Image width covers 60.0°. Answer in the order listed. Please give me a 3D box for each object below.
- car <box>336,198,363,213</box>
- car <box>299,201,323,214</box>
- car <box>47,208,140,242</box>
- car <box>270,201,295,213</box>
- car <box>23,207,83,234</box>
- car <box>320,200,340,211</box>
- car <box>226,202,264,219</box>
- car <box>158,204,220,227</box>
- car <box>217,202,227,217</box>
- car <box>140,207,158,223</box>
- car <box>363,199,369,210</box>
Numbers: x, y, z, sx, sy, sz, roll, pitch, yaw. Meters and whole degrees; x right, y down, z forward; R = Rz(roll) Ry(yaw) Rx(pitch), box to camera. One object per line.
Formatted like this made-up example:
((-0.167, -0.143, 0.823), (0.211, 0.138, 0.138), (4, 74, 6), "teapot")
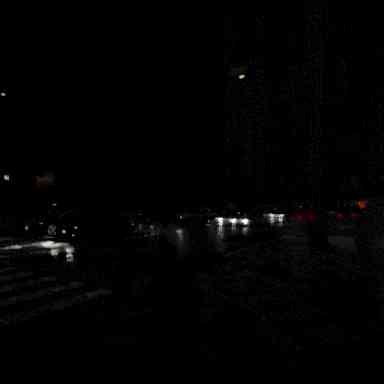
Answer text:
((19.723, 1.689, 41.960), (2.097, 1.767, 4.553), (0, -1, 35), "car")
((14.311, 1.855, 39.922), (1.812, 1.442, 4.674), (0, -1, 35), "car")
((-5.084, 1.744, 17.758), (1.994, 1.385, 4.181), (0, -1, 35), "car")
((11.273, 1.839, 41.423), (2.128, 1.511, 4.902), (0, -1, 35), "car")
((-7.520, 1.695, 19.953), (2.128, 1.511, 4.902), (0, -1, 35), "car")
((20.131, 1.917, 48.452), (1.812, 1.442, 4.674), (0, -1, 35), "car")
((5.564, 1.853, 33.195), (1.994, 1.385, 4.181), (0, -1, 35), "car")
((-0.127, 1.831, 24.954), (1.895, 1.301, 4.718), (0, -1, 35), "car")
((3.386, 1.841, 35.774), (1.812, 1.442, 4.674), (0, -1, 35), "car")
((-2.264, 1.858, 27.579), (1.895, 1.301, 4.718), (0, -1, 34), "car")
((25.232, 1.746, 49.961), (2.097, 1.767, 4.553), (0, -1, 35), "car")
